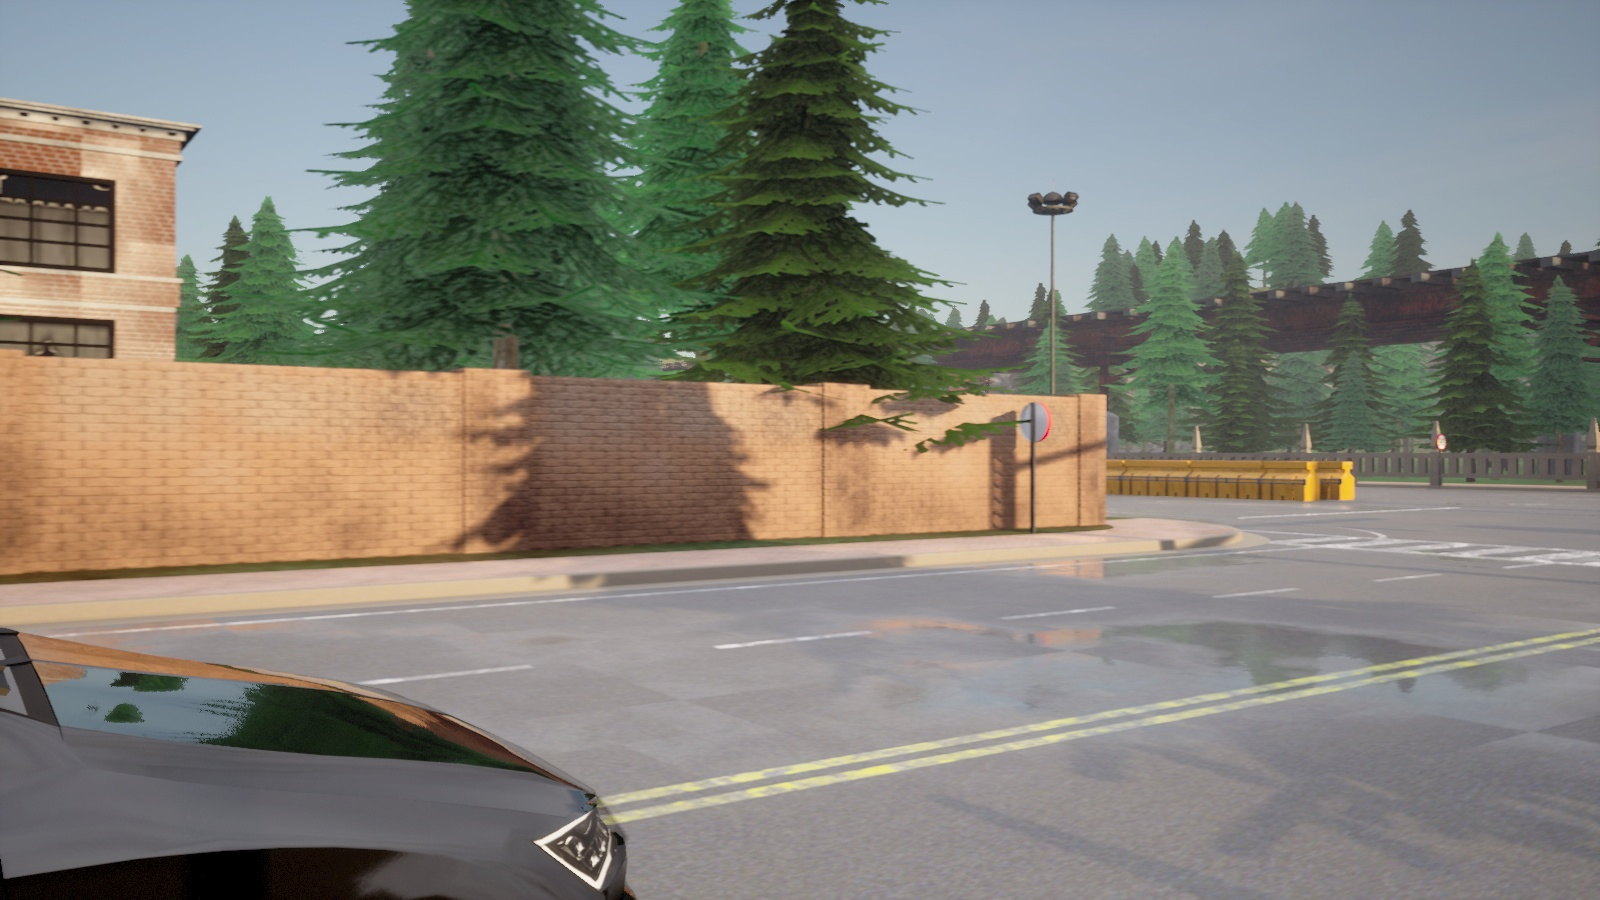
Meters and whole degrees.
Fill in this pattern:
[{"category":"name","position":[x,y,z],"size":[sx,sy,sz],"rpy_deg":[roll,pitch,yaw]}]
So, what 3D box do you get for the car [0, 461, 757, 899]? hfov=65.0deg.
[{"category":"car","position":[-2.324,0.768,2.041],"size":[4.193,1.474,1.816],"rpy_deg":[0,0,-35]}]
